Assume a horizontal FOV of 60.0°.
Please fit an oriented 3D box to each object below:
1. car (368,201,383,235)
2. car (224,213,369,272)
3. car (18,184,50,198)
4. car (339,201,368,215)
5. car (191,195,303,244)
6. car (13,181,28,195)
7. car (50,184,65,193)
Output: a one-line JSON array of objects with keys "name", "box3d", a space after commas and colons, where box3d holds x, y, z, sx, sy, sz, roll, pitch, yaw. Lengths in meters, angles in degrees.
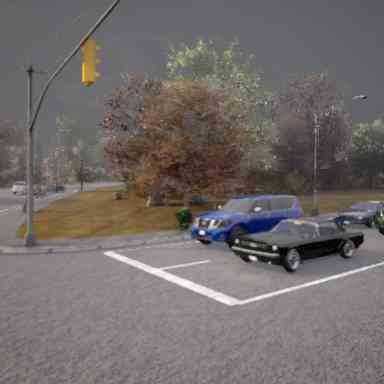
[{"name": "car", "box3d": [11.274, 0.996, 16.323, 5.566, 2.045, 2.150, -2, 1, -35]}, {"name": "car", "box3d": [3.533, 1.559, 10.796, 4.718, 1.301, 1.895, -1, 0, -36]}, {"name": "car", "box3d": [-22.618, -0.051, 47.910, 2.128, 1.511, 4.902, 0, 4, -7]}, {"name": "car", "box3d": [10.990, 1.262, 20.404, 5.357, 1.411, 2.033, -2, 1, -35]}, {"name": "car", "box3d": [2.581, 1.163, 14.442, 5.566, 2.045, 2.150, -1, 1, -37]}, {"name": "car", "box3d": [-26.744, -0.705, 53.515, 2.150, 2.045, 5.566, 0, 4, -5]}, {"name": "car", "box3d": [-23.701, -0.717, 58.109, 2.128, 1.511, 4.902, 0, 4, -1]}]
